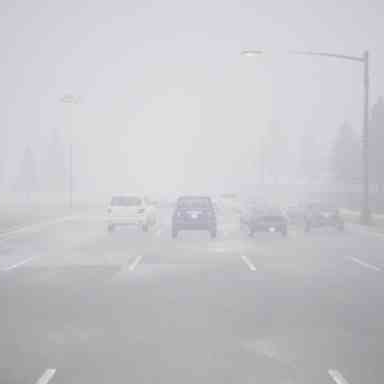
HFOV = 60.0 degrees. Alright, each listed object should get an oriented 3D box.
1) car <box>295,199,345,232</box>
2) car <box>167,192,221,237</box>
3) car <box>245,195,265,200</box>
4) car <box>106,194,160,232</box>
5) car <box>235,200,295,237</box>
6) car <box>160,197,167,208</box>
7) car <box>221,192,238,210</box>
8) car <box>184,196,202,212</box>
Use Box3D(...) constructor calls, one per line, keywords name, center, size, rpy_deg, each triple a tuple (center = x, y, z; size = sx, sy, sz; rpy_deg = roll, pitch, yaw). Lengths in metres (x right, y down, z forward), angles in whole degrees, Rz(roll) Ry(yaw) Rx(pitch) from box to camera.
Box3D(name="car", center=(7.042, 1.237, 19.489), size=(2.097, 1.767, 4.553), rpy_deg=(0, 0, 1))
Box3D(name="car", center=(0.100, 1.121, 17.346), size=(2.150, 2.045, 5.566), rpy_deg=(0, 1, 0))
Box3D(name="car", center=(7.083, 1.131, 37.395), size=(2.097, 1.767, 4.553), rpy_deg=(0, 0, 0))
Box3D(name="car", center=(-3.400, 1.108, 19.439), size=(2.150, 2.045, 5.566), rpy_deg=(0, 1, 0))
Box3D(name="car", center=(3.600, 1.404, 17.358), size=(1.837, 1.490, 4.892), rpy_deg=(0, 1, 0))
Box3D(name="car", center=(-3.400, 1.302, 37.871), size=(1.812, 1.442, 4.674), rpy_deg=(0, 1, 0))
Box3D(name="car", center=(3.597, 1.017, 35.058), size=(2.150, 2.045, 5.566), rpy_deg=(0, 1, 0))
Box3D(name="car", center=(0.098, 1.292, 36.569), size=(1.837, 1.490, 4.892), rpy_deg=(0, 1, 0))
